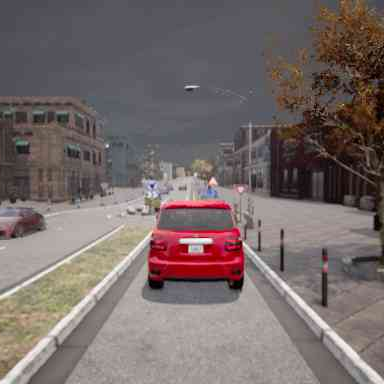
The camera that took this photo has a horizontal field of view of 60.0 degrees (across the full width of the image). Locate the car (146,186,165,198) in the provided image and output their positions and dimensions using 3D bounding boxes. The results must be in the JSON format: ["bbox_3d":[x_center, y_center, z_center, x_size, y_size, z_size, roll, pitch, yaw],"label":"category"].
[{"bbox_3d":[-5.337,0.400,47.267,1.882,1.535,5.008,0,4,1],"label":"car"}]

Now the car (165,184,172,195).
[{"bbox_3d":[-5.308,-0.215,61.975,1.812,1.442,4.674,0,3,0],"label":"car"}]

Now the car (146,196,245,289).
[{"bbox_3d":[0.114,1.225,9.300,2.150,2.045,5.566,0,0,1],"label":"car"}]

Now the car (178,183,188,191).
[{"bbox_3d":[-2.276,-1.048,79.289,1.812,1.442,4.674,0,2,0],"label":"car"}]

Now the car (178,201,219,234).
[{"bbox_3d":[0.542,1.422,19.963,2.033,1.411,5.357,0,1,5],"label":"car"}]

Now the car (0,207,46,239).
[{"bbox_3d":[-9.047,1.476,16.685,1.994,1.385,4.181,0,1,0],"label":"car"}]

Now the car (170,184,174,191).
[{"bbox_3d":[-5.273,-0.990,77.376,1.837,1.490,4.892,0,3,0],"label":"car"}]

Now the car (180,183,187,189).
[{"bbox_3d":[-2.291,-1.597,89.279,1.812,1.442,4.674,0,2,0],"label":"car"}]
